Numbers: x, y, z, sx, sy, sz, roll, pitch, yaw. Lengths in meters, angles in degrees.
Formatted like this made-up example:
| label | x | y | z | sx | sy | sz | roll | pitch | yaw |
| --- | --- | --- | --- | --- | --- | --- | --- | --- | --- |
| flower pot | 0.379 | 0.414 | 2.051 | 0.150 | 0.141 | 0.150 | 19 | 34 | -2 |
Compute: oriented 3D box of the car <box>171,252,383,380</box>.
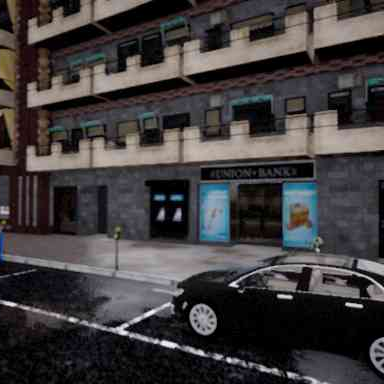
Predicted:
| label | x | y | z | sx | sy | sz | roll | pitch | yaw |
| --- | --- | --- | --- | --- | --- | --- | --- | --- | --- |
| car | 1.720 | 1.661 | 5.345 | 4.403 | 1.369 | 2.008 | -1 | -1 | 29 |

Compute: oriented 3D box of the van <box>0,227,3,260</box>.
| label | x | y | z | sx | sy | sz | roll | pitch | yaw |
| --- | --- | --- | --- | --- | --- | --- | --- | --- | --- |
| van | -7.924 | 1.555 | 10.733 | 3.998 | 1.788 | 1.690 | -1 | -1 | 29 |
